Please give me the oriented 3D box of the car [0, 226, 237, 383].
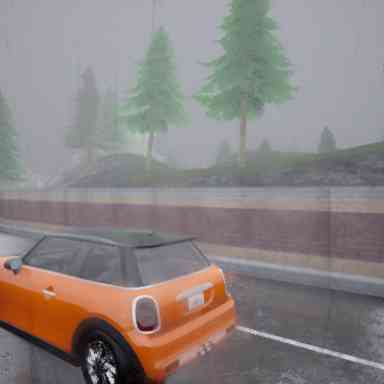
[{"bbox_3d":[-1.644,1.342,5.329,4.553,1.767,2.097,0,0,37],"label":"car"}]
